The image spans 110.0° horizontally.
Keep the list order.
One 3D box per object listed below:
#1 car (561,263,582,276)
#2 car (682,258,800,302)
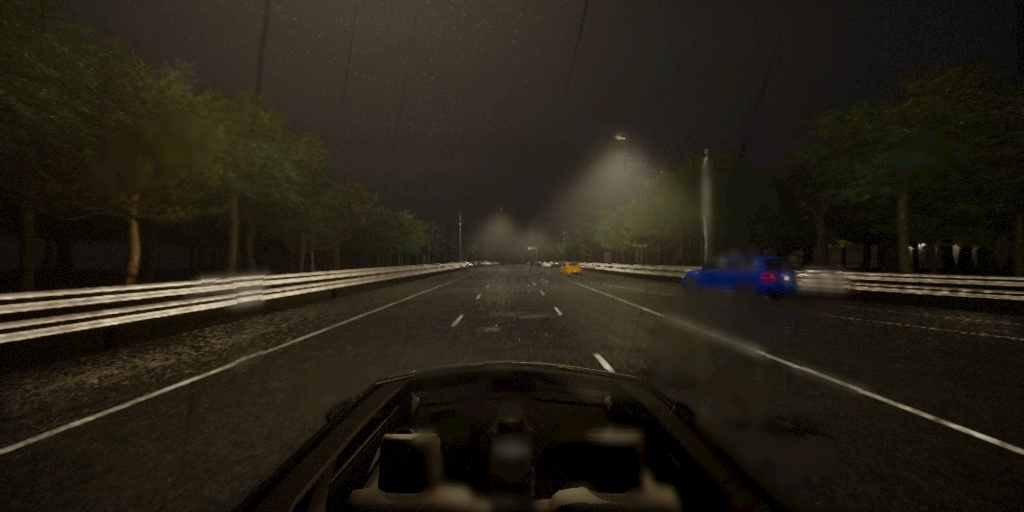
[{"bbox_3d":[7.167,1.550,43.702,1.882,1.535,5.008,0,0,-2],"label":"car"},{"bbox_3d":[11.329,1.117,18.280,2.150,2.045,5.566,0,0,-16],"label":"car"}]
